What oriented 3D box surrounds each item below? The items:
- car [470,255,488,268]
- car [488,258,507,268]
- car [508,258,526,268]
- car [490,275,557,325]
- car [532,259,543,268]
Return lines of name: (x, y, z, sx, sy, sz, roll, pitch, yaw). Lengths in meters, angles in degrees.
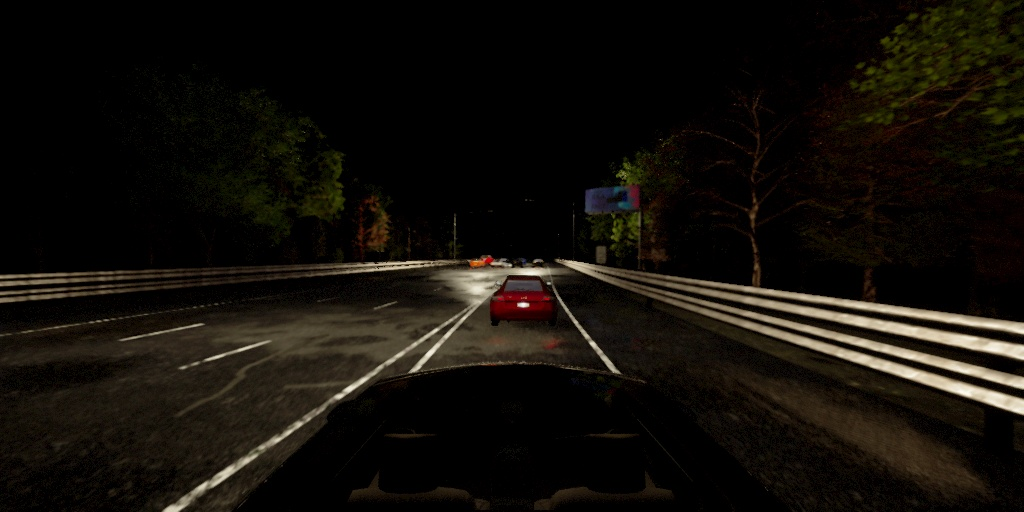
car: (-5.994, 1.161, 63.077, 2.097, 1.767, 4.553, 0, 0, 5)
car: (-2.502, 1.418, 62.820, 1.895, 1.301, 4.718, 0, 0, 5)
car: (0.943, 1.330, 62.060, 1.837, 1.490, 4.892, 0, 0, 5)
car: (0.388, 1.325, 11.899, 1.994, 1.385, 4.181, 0, 0, 2)
car: (4.428, 1.326, 61.745, 2.128, 1.511, 4.902, 0, 0, 5)
